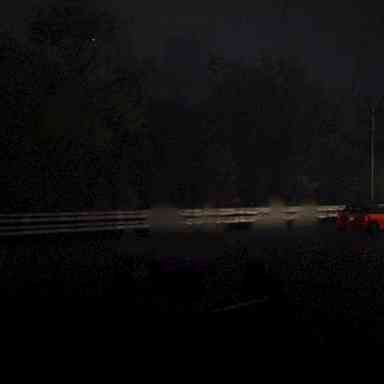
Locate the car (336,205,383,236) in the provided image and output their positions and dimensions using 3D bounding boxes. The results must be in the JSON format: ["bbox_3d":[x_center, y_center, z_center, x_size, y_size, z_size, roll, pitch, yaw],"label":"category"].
[{"bbox_3d":[10.720,1.540,19.963,4.553,1.767,2.097,1,0,-35],"label":"car"}]
